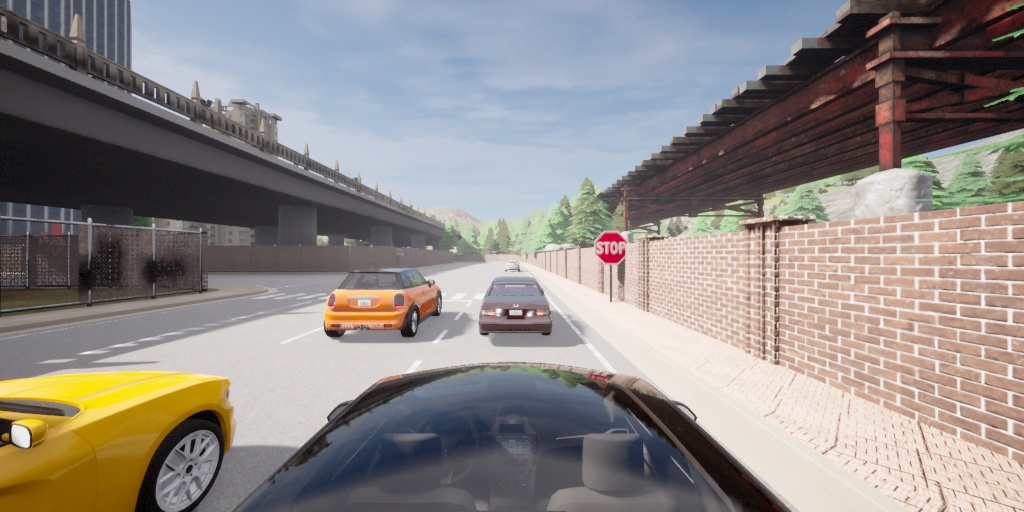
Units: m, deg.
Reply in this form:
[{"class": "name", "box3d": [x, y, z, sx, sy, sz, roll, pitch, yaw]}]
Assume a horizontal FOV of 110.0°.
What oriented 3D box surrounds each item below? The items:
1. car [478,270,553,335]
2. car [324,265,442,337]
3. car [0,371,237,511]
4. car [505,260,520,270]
[{"class": "car", "box3d": [0.082, 1.297, 10.434, 2.033, 1.411, 5.357, 0, 0, 0]}, {"class": "car", "box3d": [-3.419, 1.102, 10.413, 2.097, 1.767, 4.553, 0, 0, 0]}, {"class": "car", "box3d": [-3.397, 1.228, 1.155, 1.882, 1.535, 5.008, 0, 0, 0]}, {"class": "car", "box3d": [0.085, 1.276, 46.303, 1.812, 1.442, 4.674, 0, 0, -1]}]
